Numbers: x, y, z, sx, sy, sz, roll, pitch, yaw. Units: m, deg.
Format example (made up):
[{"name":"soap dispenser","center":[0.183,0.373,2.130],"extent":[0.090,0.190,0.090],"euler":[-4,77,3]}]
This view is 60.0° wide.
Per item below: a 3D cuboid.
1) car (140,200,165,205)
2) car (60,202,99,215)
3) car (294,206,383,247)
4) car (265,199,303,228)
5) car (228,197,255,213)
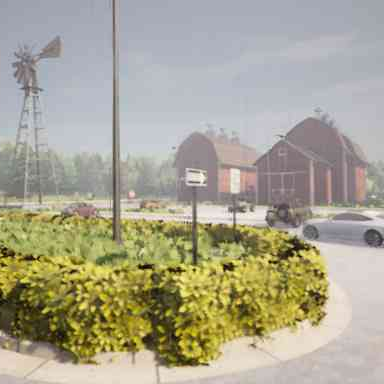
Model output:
[{"name":"car","center":[-5.446,1.800,46.428],"extent":[1.816,1.474,4.193],"euler":[-1,0,35]},{"name":"car","center":[-11.868,1.803,35.217],"extent":[1.784,1.438,3.905],"euler":[-1,0,35]},{"name":"car","center":[7.288,1.552,15.097],"extent":[1.812,1.442,4.674],"euler":[0,0,-38]},{"name":"car","center":[6.625,1.380,22.439],"extent":[1.932,1.855,4.605],"euler":[-1,0,35]},{"name":"car","center":[5.909,1.480,39.142],"extent":[1.905,1.878,3.866],"euler":[-1,0,35]}]
